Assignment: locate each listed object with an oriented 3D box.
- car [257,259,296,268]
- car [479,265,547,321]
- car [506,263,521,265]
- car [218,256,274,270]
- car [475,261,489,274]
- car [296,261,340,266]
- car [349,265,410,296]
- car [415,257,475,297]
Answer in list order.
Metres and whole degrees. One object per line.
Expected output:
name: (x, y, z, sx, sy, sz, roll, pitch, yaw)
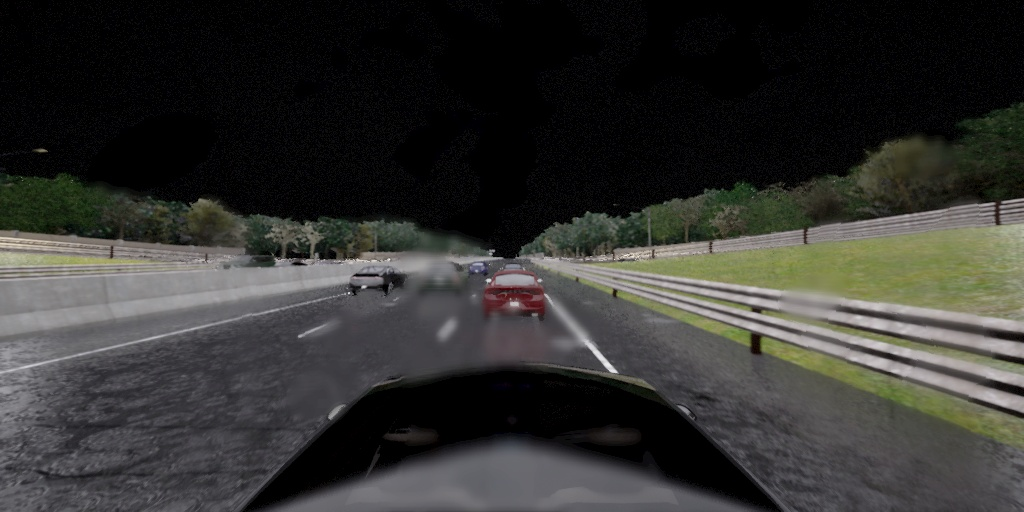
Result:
car: (-21.103, 1.258, 33.758, 1.837, 1.490, 4.892, 0, 0, 0)
car: (0.097, 1.231, 12.572, 1.882, 1.535, 5.008, 0, 0, 0)
car: (0.092, 1.300, 30.472, 2.033, 1.411, 5.357, 0, 0, 0)
car: (-24.605, 0.975, 33.691, 2.150, 2.045, 5.566, 0, 0, 0)
car: (-3.410, 1.276, 37.046, 1.812, 1.442, 4.674, 0, 0, 0)
car: (-17.604, 1.244, 33.759, 2.128, 1.511, 4.902, 0, 0, 0)
car: (-6.905, 1.246, 19.164, 2.128, 1.511, 4.902, 0, 0, 0)
car: (-3.405, 1.106, 19.029, 2.097, 1.767, 4.553, 0, 0, 0)
